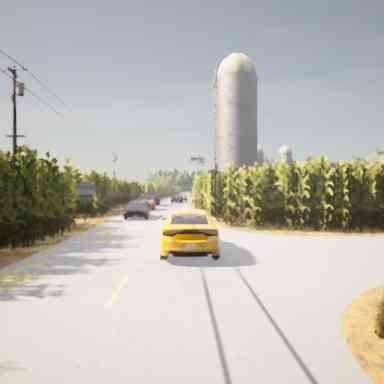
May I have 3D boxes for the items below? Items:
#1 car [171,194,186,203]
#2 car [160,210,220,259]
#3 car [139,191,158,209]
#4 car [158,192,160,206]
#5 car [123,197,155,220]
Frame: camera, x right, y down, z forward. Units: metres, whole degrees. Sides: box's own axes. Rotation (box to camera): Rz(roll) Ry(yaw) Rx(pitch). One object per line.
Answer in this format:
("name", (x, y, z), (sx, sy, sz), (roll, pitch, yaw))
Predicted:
("car", (-2.529, 1.123, 55.833), (2.033, 1.411, 5.357), (0, 0, 2))
("car", (-0.111, 1.384, 12.185), (1.882, 1.535, 5.008), (0, 1, -2))
("car", (-5.079, 1.074, 36.500), (2.097, 1.767, 4.553), (0, 0, -4))
("car", (-5.723, 0.860, 47.466), (2.150, 2.045, 5.566), (0, 1, -2))
("car", (-4.275, 1.346, 26.443), (2.033, 1.411, 5.357), (0, 0, -5))
